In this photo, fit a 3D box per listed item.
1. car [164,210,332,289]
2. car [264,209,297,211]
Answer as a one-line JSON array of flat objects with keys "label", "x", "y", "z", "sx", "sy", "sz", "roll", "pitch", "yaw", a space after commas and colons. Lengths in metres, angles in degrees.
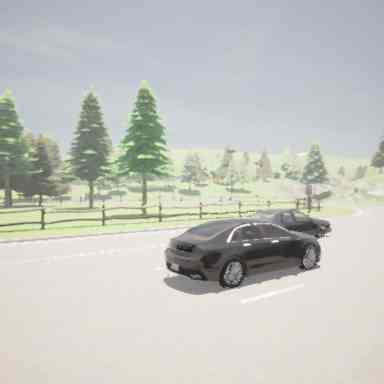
[{"label": "car", "x": 1.567, "y": 1.479, "z": 9.165, "sx": 4.892, "sy": 1.490, "sz": 1.837, "roll": -1, "pitch": 0, "yaw": -36}, {"label": "car", "x": 4.183, "y": 1.497, "z": 15.331, "sx": 5.357, "sy": 1.411, "sz": 2.033, "roll": 0, "pitch": 0, "yaw": -36}]
